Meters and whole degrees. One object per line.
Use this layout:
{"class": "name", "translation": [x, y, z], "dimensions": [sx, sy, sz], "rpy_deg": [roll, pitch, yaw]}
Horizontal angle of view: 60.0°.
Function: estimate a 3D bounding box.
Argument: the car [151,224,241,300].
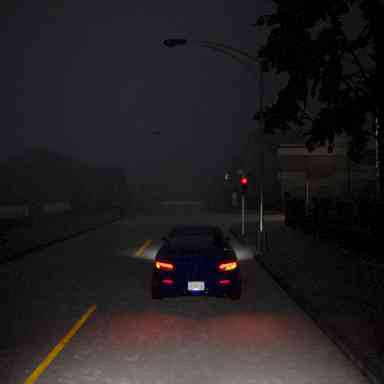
{"class": "car", "translation": [0.101, 1.526, 8.285], "dimensions": [1.812, 1.442, 4.674], "rpy_deg": [0, 0, 1]}
